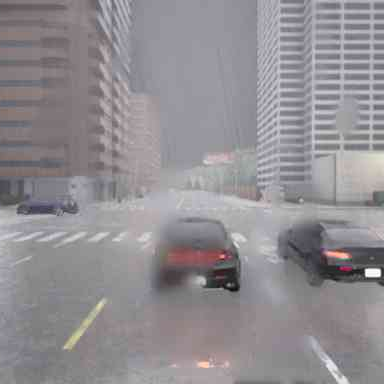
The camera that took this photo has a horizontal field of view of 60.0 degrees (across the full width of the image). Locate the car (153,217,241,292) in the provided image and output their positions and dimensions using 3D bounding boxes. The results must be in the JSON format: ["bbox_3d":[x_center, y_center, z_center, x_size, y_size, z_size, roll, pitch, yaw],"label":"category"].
[{"bbox_3d":[0.088,1.398,8.625,1.837,1.490,4.892,0,0,-1],"label":"car"}]

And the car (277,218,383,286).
[{"bbox_3d":[3.634,1.416,8.909,1.812,1.442,4.674,0,1,1],"label":"car"}]

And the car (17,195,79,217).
[{"bbox_3d":[-11.588,0.994,26.725,4.553,1.767,2.097,0,1,10],"label":"car"}]
